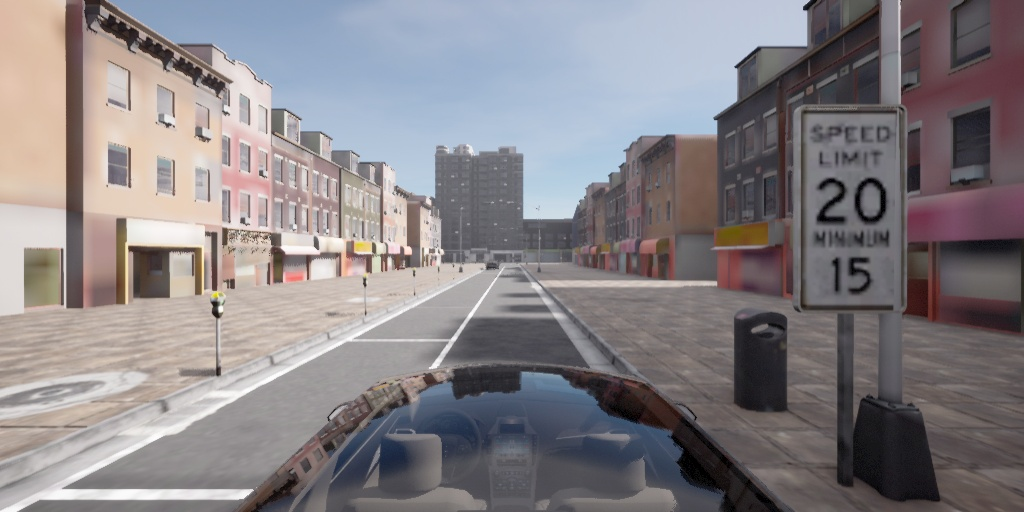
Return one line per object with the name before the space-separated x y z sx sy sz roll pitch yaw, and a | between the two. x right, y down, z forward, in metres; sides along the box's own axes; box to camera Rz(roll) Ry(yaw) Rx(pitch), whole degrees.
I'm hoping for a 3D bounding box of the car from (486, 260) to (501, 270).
car | -2.750 1.289 52.038 1.837 1.490 4.892 0 0 0
